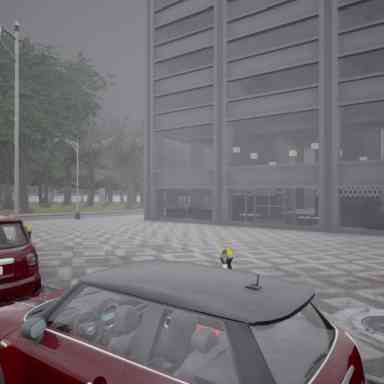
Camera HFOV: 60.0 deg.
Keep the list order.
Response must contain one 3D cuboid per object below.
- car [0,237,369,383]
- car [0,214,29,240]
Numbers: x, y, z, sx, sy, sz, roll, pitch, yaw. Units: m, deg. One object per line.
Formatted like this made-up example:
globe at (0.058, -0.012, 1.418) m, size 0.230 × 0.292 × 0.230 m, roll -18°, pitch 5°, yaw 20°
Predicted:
car at (-0.551, 1.440, 3.351) m, size 4.097 × 1.590 × 1.967 m, roll 0°, pitch 0°, yaw 35°
car at (-4.984, 1.315, 6.501) m, size 5.009 × 1.841 × 2.192 m, roll 0°, pitch 0°, yaw 35°
